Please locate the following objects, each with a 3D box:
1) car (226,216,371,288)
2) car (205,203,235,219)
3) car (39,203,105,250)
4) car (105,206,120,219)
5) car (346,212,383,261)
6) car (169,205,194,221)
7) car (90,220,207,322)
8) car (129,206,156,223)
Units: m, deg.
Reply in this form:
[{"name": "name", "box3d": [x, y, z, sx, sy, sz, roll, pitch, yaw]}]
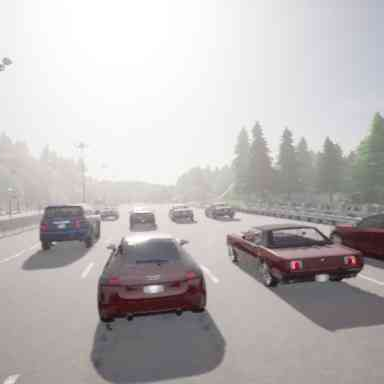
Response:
[{"name": "car", "box3d": [2.342, 1.516, 9.074, 1.895, 1.301, 4.718, -3, 0, -9]}, {"name": "car", "box3d": [2.461, 1.697, 30.636, 2.033, 1.411, 5.357, -3, -1, -9]}, {"name": "car", "box3d": [-5.988, 1.589, 16.852, 2.150, 2.045, 5.566, -3, 0, -9]}, {"name": "car", "box3d": [-9.361, 2.369, 38.239, 2.033, 1.411, 5.357, -3, -1, -9]}, {"name": "car", "box3d": [5.840, 1.233, 9.304, 1.882, 1.535, 5.008, -3, 0, -9]}, {"name": "car", "box3d": [-1.030, 1.859, 30.350, 2.033, 1.411, 5.357, -3, -1, -9]}, {"name": "car", "box3d": [-0.961, 1.625, 7.571, 1.994, 1.385, 4.181, -3, 0, -9]}, {"name": "car", "box3d": [-3.845, 1.870, 25.738, 2.128, 1.511, 4.902, -3, -1, -9]}]
